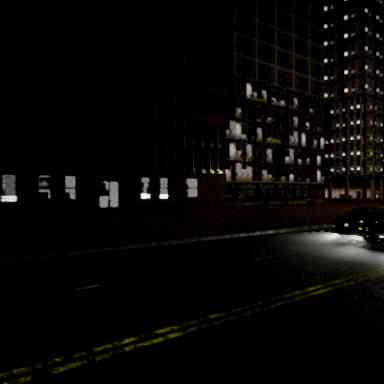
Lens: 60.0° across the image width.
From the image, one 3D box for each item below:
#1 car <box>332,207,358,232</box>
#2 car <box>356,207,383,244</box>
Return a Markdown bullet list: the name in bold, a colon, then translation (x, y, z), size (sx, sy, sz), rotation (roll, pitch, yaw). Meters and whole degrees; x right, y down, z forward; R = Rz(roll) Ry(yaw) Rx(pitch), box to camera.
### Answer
- **car**: translation (9.716, 1.529, 18.600), size (4.181, 1.385, 1.994), rotation (0, 0, -35)
- **car**: translation (9.353, 1.475, 14.348), size (4.892, 1.490, 1.837), rotation (0, 0, -35)
